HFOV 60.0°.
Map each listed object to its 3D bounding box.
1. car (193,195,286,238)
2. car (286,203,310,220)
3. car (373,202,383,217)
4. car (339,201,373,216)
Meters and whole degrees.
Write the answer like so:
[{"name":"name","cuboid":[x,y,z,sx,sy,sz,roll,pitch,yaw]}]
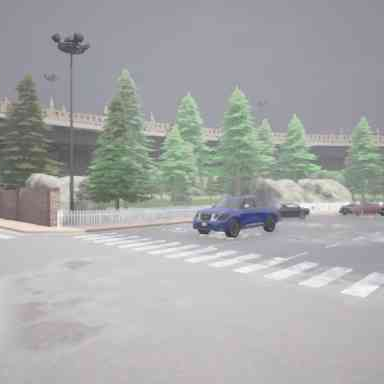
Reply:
[{"name":"car","cuboid":[2.541,1.200,17.936,5.566,2.045,2.150,0,0,-45]},{"name":"car","cuboid":[7.231,1.583,26.523,4.718,1.301,1.895,0,0,-37]},{"name":"car","cuboid":[18.625,1.555,29.000,4.718,1.301,1.895,0,0,-17]},{"name":"car","cuboid":[16.104,1.531,31.507,4.181,1.385,1.994,0,0,-19]}]
